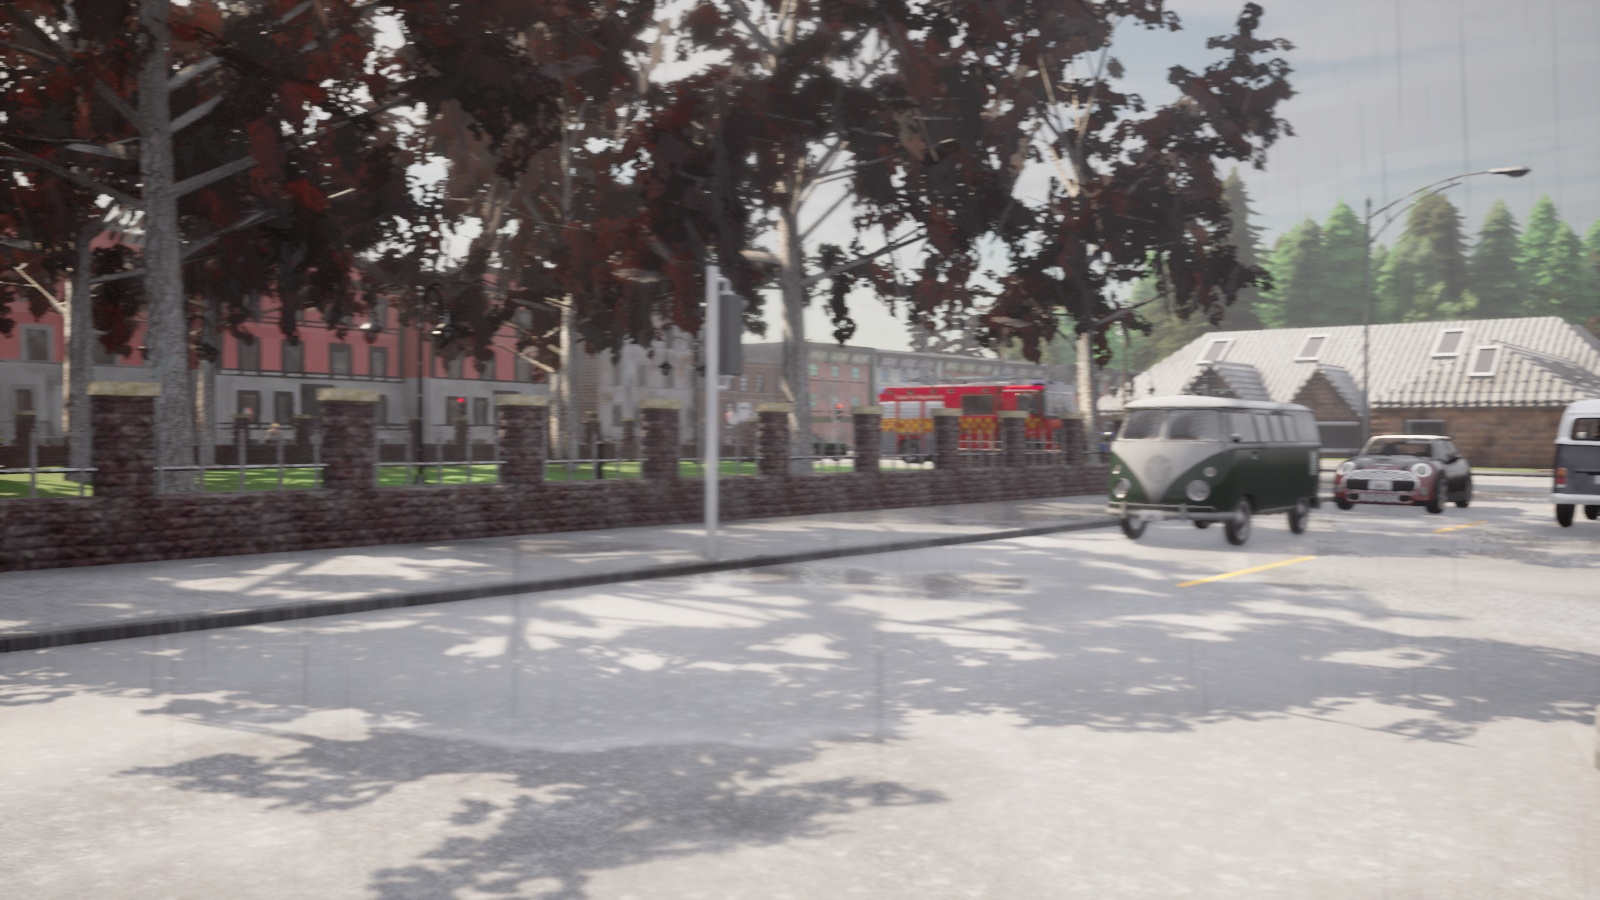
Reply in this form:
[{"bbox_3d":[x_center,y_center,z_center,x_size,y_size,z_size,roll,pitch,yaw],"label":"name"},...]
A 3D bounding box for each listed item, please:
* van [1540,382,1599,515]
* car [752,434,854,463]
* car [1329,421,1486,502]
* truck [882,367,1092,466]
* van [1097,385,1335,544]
[{"bbox_3d":[13.928,-0.024,20.832,2.069,2.038,4.480,0,0,41],"label":"van"},{"bbox_3d":[0.113,-0.102,59.429,4.718,1.301,1.895,0,1,40],"label":"car"},{"bbox_3d":[12.131,0.180,24.965,1.970,1.475,3.806,0,1,39],"label":"car"},{"bbox_3d":[7.742,-1.342,52.850,8.468,3.827,2.891,0,1,40],"label":"truck"},{"bbox_3d":[6.067,0.139,17.967,1.775,1.987,4.442,0,1,39],"label":"van"}]
